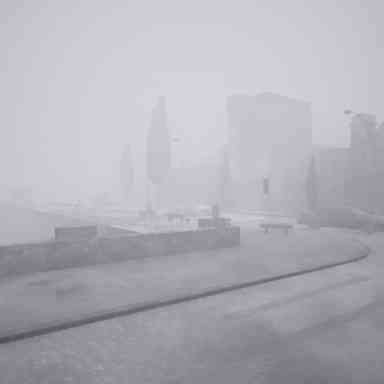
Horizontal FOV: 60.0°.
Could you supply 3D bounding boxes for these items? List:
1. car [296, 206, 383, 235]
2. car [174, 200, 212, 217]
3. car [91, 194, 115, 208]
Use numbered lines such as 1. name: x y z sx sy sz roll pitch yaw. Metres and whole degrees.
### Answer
1. car: 8.834 1.548 19.344 2.033 1.411 5.357 0 0 -42
2. car: 0.008 1.526 31.201 1.812 1.442 4.674 0 0 -36
3. car: -13.068 1.506 49.580 1.837 1.490 4.892 0 0 -35
